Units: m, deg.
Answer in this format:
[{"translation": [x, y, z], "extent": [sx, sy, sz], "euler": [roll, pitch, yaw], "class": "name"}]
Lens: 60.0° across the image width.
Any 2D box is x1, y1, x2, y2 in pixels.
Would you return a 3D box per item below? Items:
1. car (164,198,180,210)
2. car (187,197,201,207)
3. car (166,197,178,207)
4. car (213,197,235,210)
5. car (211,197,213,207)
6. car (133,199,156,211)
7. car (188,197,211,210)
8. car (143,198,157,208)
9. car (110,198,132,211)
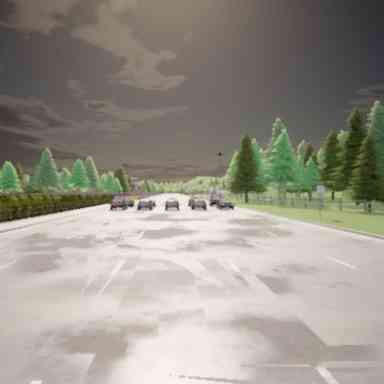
[{"translation": [-2.606, 1.582, 43.906], "extent": [2.128, 1.511, 4.902], "euler": [0, 0, -4], "class": "car"}, {"translation": [0.312, 1.599, 53.277], "extent": [1.837, 1.490, 4.892], "euler": [0, 0, -4], "class": "car"}, {"translation": [-3.181, 1.635, 53.058], "extent": [1.812, 1.442, 4.674], "euler": [0, 0, -4], "class": "car"}, {"translation": [4.379, 1.662, 44.374], "extent": [1.895, 1.301, 4.718], "euler": [0, 0, -4], "class": "car"}, {"translation": [3.805, 1.557, 53.497], "extent": [1.882, 1.535, 5.008], "euler": [0, 0, -4], "class": "car"}, {"translation": [-6.099, 1.597, 43.686], "extent": [2.128, 1.511, 4.902], "euler": [0, 0, -4], "class": "car"}, {"translation": [0.887, 1.567, 44.125], "extent": [2.128, 1.511, 4.902], "euler": [0, 0, -4], "class": "car"}, {"translation": [-6.676, 1.725, 52.868], "extent": [1.895, 1.301, 4.718], "euler": [0, 0, -4], "class": "car"}, {"translation": [-9.562, 1.626, 43.948], "extent": [1.837, 1.490, 4.892], "euler": [0, 0, -3], "class": "car"}]
